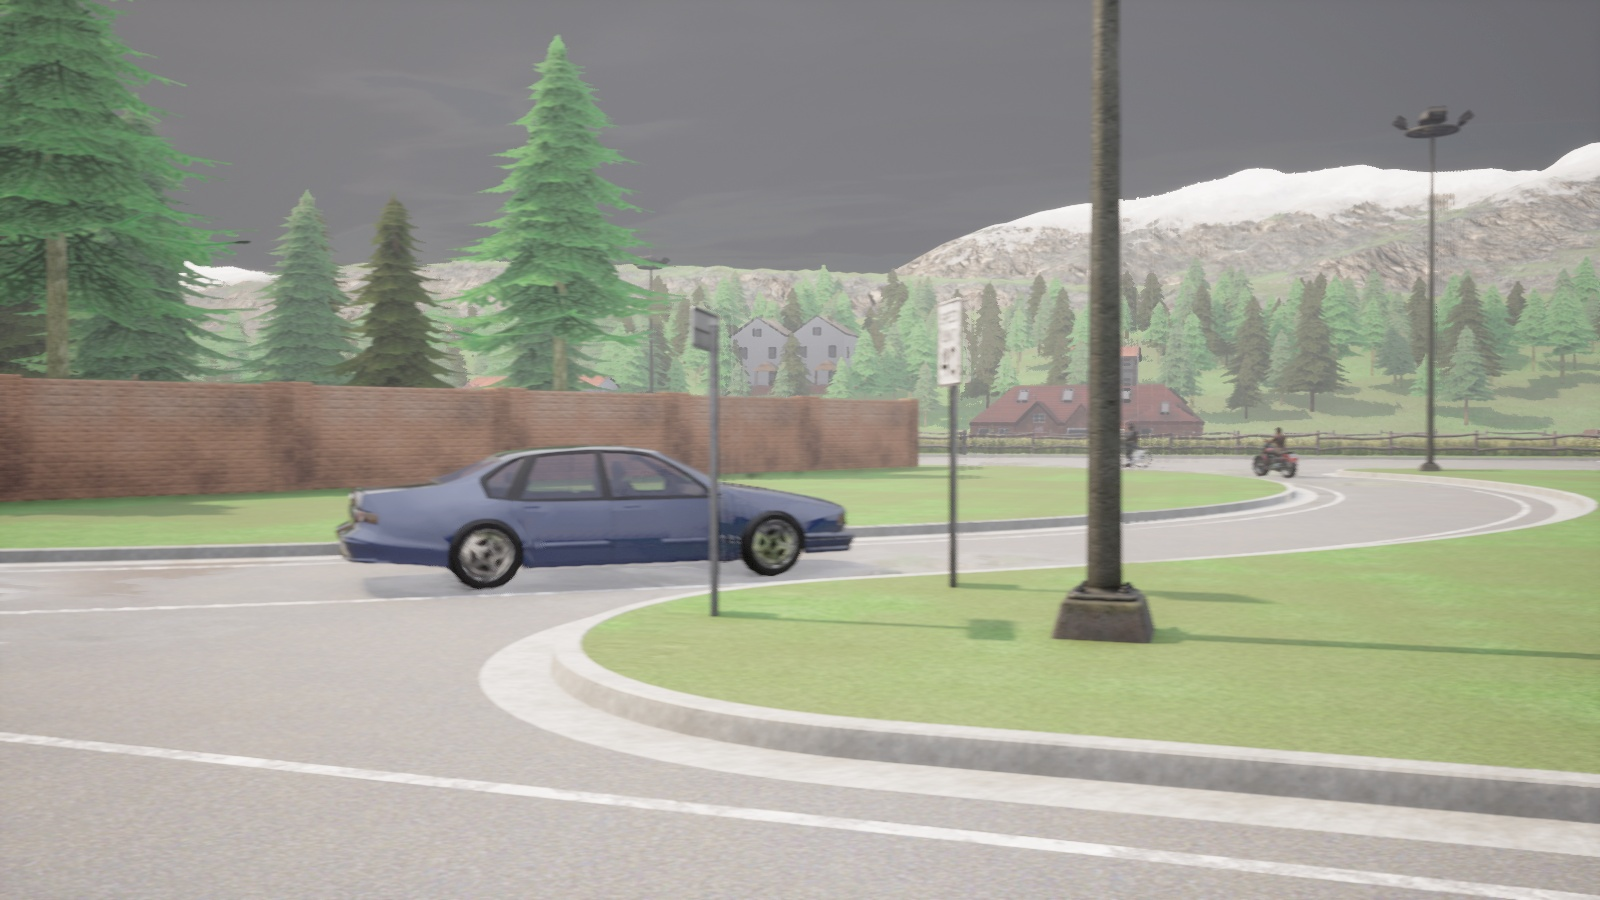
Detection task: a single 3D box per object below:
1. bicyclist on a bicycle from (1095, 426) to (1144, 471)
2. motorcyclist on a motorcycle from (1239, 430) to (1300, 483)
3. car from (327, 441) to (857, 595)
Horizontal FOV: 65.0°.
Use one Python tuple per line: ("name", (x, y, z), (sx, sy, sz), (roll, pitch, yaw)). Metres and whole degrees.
("bicyclist on a bicycle", (12.778, -0.072, 50.214), (1.843, 1.776, 0.659), (1, 1, 19))
("motorcyclist on a motorcycle", (15.094, 0.188, 40.468), (0.766, 1.649, 2.350), (0, 1, -9))
("car", (-2.246, 0.627, 13.635), (5.357, 1.411, 2.033), (0, 1, -22))
